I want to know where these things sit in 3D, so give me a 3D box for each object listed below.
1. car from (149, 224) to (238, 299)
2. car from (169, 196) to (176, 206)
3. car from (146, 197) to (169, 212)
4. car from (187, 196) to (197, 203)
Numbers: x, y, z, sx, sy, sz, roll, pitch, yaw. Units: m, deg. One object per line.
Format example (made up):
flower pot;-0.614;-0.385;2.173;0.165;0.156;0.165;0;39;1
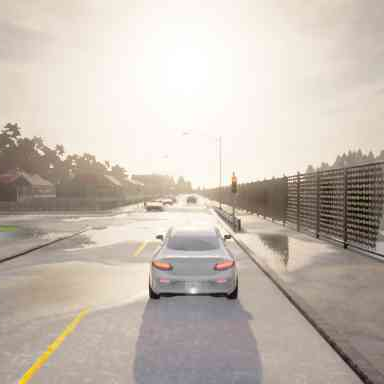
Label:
car;0.036;1.526;8.307;1.812;1.442;4.674;0;0;0
car;-4.213;1.547;56.339;2.033;1.411;5.357;0;0;0
car;-4.185;1.547;38.757;2.033;1.411;5.357;0;0;0
car;-0.048;1.477;67.759;1.882;1.535;5.008;0;0;0
